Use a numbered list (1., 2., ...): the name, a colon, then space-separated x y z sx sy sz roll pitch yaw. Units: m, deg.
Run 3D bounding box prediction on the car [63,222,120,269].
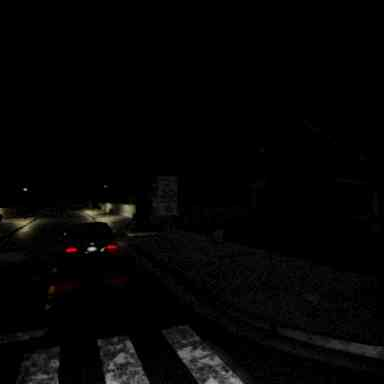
1. car: -3.824 1.859 12.573 2.033 1.411 5.357 -1 -1 -18
